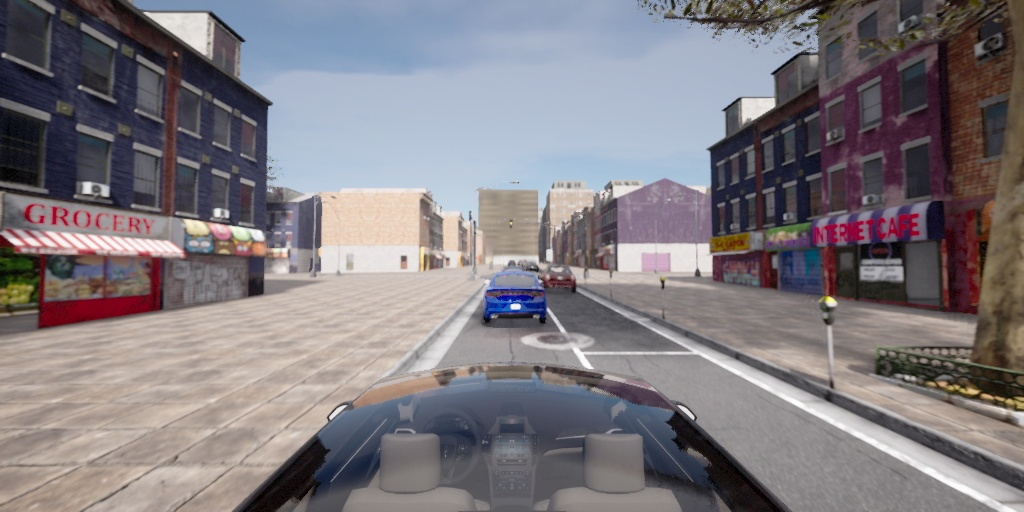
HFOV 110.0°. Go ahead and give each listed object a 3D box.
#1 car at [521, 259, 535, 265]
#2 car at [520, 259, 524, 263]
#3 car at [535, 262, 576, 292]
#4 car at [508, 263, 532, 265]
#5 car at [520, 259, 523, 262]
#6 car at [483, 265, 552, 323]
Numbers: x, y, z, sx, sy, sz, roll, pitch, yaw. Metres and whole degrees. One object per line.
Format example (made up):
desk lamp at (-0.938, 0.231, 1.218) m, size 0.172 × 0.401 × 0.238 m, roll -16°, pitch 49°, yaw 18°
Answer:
car at (2.629, 1.501, 48.393) m, size 1.948 × 1.339 × 4.313 m, roll 0°, pitch 0°, yaw 0°
car at (2.628, 1.543, 53.829) m, size 1.948 × 1.339 × 4.313 m, roll 0°, pitch 0°, yaw 0°
car at (2.636, 1.241, 21.649) m, size 1.967 × 1.591 × 4.097 m, roll 0°, pitch 0°, yaw 0°
car at (0.100, 1.328, 21.850) m, size 1.812 × 1.442 × 4.674 m, roll 0°, pitch 0°, yaw 0°
car at (2.626, 1.548, 59.435) m, size 1.751 × 1.417 × 4.829 m, roll 0°, pitch 0°, yaw 0°
car at (0.063, 1.250, 12.301) m, size 1.882 × 1.535 × 5.008 m, roll 0°, pitch 0°, yaw -1°
